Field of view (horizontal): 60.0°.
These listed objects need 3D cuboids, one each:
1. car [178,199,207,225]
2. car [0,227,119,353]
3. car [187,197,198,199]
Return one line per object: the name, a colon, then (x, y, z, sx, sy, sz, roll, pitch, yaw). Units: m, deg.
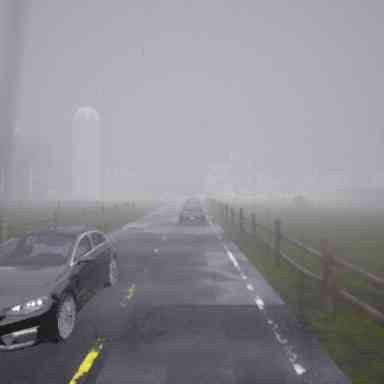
car: (0.031, 1.520, 24.086, 2.128, 1.511, 4.902, 0, 0, 1)
car: (-2.778, 1.499, 6.540, 2.128, 1.511, 4.902, 0, 0, 1)
car: (0.091, 1.410, 43.403, 2.097, 1.767, 4.553, 0, 0, 0)
